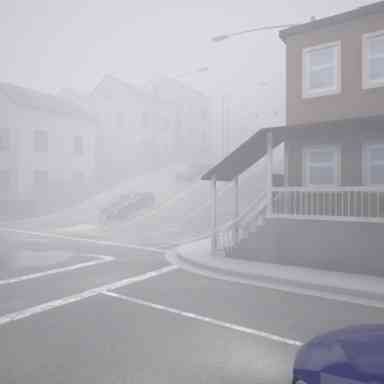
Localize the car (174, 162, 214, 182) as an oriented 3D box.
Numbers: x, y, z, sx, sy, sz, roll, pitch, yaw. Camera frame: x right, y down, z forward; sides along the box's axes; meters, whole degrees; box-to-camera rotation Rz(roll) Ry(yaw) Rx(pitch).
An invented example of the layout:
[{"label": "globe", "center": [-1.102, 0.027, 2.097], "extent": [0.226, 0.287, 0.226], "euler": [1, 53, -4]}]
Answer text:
[{"label": "car", "center": [0.175, -2.044, 32.367], "extent": [1.895, 1.301, 4.718], "euler": [0, 18, 35]}]

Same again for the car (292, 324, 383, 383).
[{"label": "car", "center": [2.931, 1.526, 1.873], "extent": [4.674, 1.442, 1.812], "euler": [0, 0, 36]}]

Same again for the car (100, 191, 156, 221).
[{"label": "car", "center": [-4.813, 0.900, 25.072], "extent": [2.128, 1.511, 4.902], "euler": [0, 15, 35]}]
